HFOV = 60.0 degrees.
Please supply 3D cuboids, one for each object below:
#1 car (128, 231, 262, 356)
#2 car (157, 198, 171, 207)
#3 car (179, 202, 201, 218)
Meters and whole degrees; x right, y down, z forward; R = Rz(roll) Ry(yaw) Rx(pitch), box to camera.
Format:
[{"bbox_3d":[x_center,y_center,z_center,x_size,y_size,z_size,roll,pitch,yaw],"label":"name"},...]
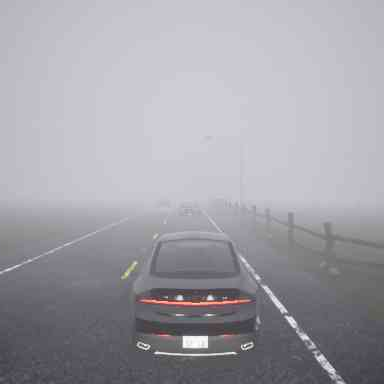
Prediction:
[{"bbox_3d":[0.048,1.506,6.310,1.837,1.490,4.892,0,0,0],"label":"car"},{"bbox_3d":[-4.136,1.573,49.632,1.895,1.301,4.718,0,0,-1],"label":"car"},{"bbox_3d":[-0.213,1.593,30.291,1.895,1.301,4.718,0,0,-1],"label":"car"}]
